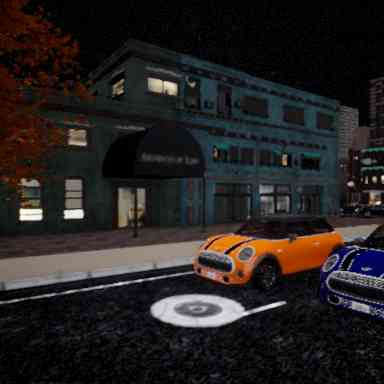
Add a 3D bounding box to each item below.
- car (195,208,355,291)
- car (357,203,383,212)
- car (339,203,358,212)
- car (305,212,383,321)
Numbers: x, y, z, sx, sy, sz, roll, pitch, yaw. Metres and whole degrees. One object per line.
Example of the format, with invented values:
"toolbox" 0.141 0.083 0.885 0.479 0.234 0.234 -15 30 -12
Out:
"car" 2.293 1.437 9.354 4.553 1.767 2.097 1 0 -36
"car" 23.308 2.315 40.994 1.947 1.339 4.313 -1 0 -36
"car" 25.332 2.413 52.732 2.008 1.369 4.403 -1 0 -36
"car" 4.767 1.443 7.130 4.553 1.767 2.097 1 0 -36
